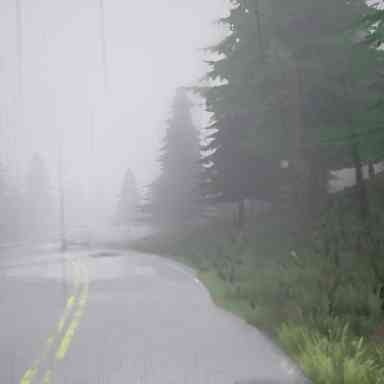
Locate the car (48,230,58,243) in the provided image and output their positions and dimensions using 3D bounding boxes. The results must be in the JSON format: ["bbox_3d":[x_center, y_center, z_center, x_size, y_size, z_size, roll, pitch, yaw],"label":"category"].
[{"bbox_3d":[-16.970,5.642,43.174,2.097,1.767,4.553,0,-7,-3],"label":"car"}]

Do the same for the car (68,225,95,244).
[{"bbox_3d":[-13.343,5.150,40.521,2.150,2.045,5.566,0,-7,-8],"label":"car"}]

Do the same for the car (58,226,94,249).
[{"bbox_3d":[-8.917,3.547,25.394,1.812,1.442,4.674,1,-7,-25],"label":"car"}]
